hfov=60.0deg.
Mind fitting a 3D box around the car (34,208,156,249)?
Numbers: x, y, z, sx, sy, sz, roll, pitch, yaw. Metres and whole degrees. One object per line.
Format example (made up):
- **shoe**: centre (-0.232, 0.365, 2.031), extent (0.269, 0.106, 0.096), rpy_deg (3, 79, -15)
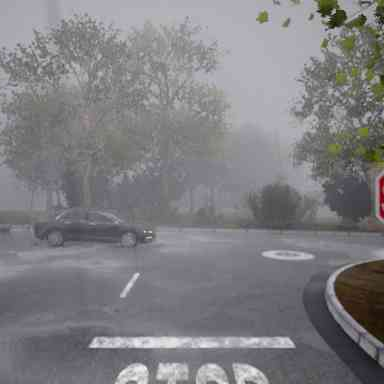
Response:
- **car**: centre (-3.936, 1.440, 13.862), extent (4.892, 1.490, 1.837), rpy_deg (2, 1, 0)
